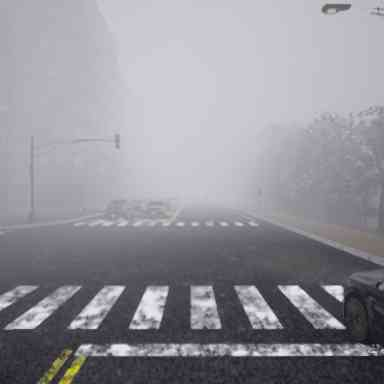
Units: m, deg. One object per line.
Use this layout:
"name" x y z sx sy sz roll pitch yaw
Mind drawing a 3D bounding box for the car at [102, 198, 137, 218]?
"car" -6.609 1.376 30.137 2.097 1.767 4.553 0 0 0

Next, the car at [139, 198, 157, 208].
"car" -6.601 1.596 50.737 2.033 1.411 5.357 0 0 0

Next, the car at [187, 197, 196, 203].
"car" -0.019 1.673 71.559 1.895 1.301 4.718 0 0 0

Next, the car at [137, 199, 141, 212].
"car" -6.610 1.581 39.566 2.033 1.411 5.357 0 0 0

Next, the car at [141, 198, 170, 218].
"car" -3.346 1.550 30.942 1.812 1.442 4.674 0 0 -1

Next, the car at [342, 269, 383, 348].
"car" 3.349 1.494 3.485 2.128 1.511 4.902 0 0 0

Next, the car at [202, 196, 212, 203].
"car" 3.230 1.556 71.630 1.882 1.535 5.008 0 0 0

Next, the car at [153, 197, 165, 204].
"car" -6.518 1.677 65.919 1.895 1.301 4.718 0 0 0

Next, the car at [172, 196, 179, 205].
"car" -3.351 1.524 49.649 1.882 1.535 5.008 0 0 1

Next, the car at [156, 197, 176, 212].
"car" -3.352 1.598 39.693 1.994 1.385 4.181 0 0 1
